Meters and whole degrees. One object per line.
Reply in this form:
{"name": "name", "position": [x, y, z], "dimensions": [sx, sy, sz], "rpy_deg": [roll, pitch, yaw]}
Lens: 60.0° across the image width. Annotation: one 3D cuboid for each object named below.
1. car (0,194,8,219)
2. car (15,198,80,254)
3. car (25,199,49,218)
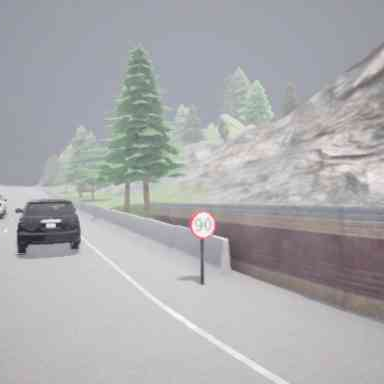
{"name": "car", "position": [-17.048, 1.166, 28.252], "dimensions": [2.150, 2.045, 5.566], "rpy_deg": [0, 1, -26]}
{"name": "car", "position": [-6.154, 1.267, 14.126], "dimensions": [2.150, 2.045, 5.566], "rpy_deg": [0, 0, -26]}
{"name": "car", "position": [-14.292, 1.437, 30.573], "dimensions": [1.837, 1.490, 4.892], "rpy_deg": [0, 1, -26]}
